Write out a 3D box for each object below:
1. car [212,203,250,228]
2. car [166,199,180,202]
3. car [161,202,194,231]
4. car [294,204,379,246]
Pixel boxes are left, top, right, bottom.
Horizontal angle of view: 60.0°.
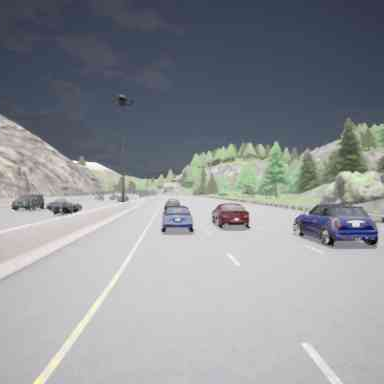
[{"bbox_3d":[2.468,1.466,22.105,1.882,1.535,5.008,0,0,-4],"label":"car"},{"bbox_3d":[-2.432,1.557,42.642,1.994,1.385,4.181,0,0,-4],"label":"car"},{"bbox_3d":[-0.917,1.544,20.412,2.033,1.411,5.357,0,0,-4],"label":"car"},{"bbox_3d":[6.403,1.333,15.345,2.097,1.767,4.553,0,0,-3],"label":"car"}]
